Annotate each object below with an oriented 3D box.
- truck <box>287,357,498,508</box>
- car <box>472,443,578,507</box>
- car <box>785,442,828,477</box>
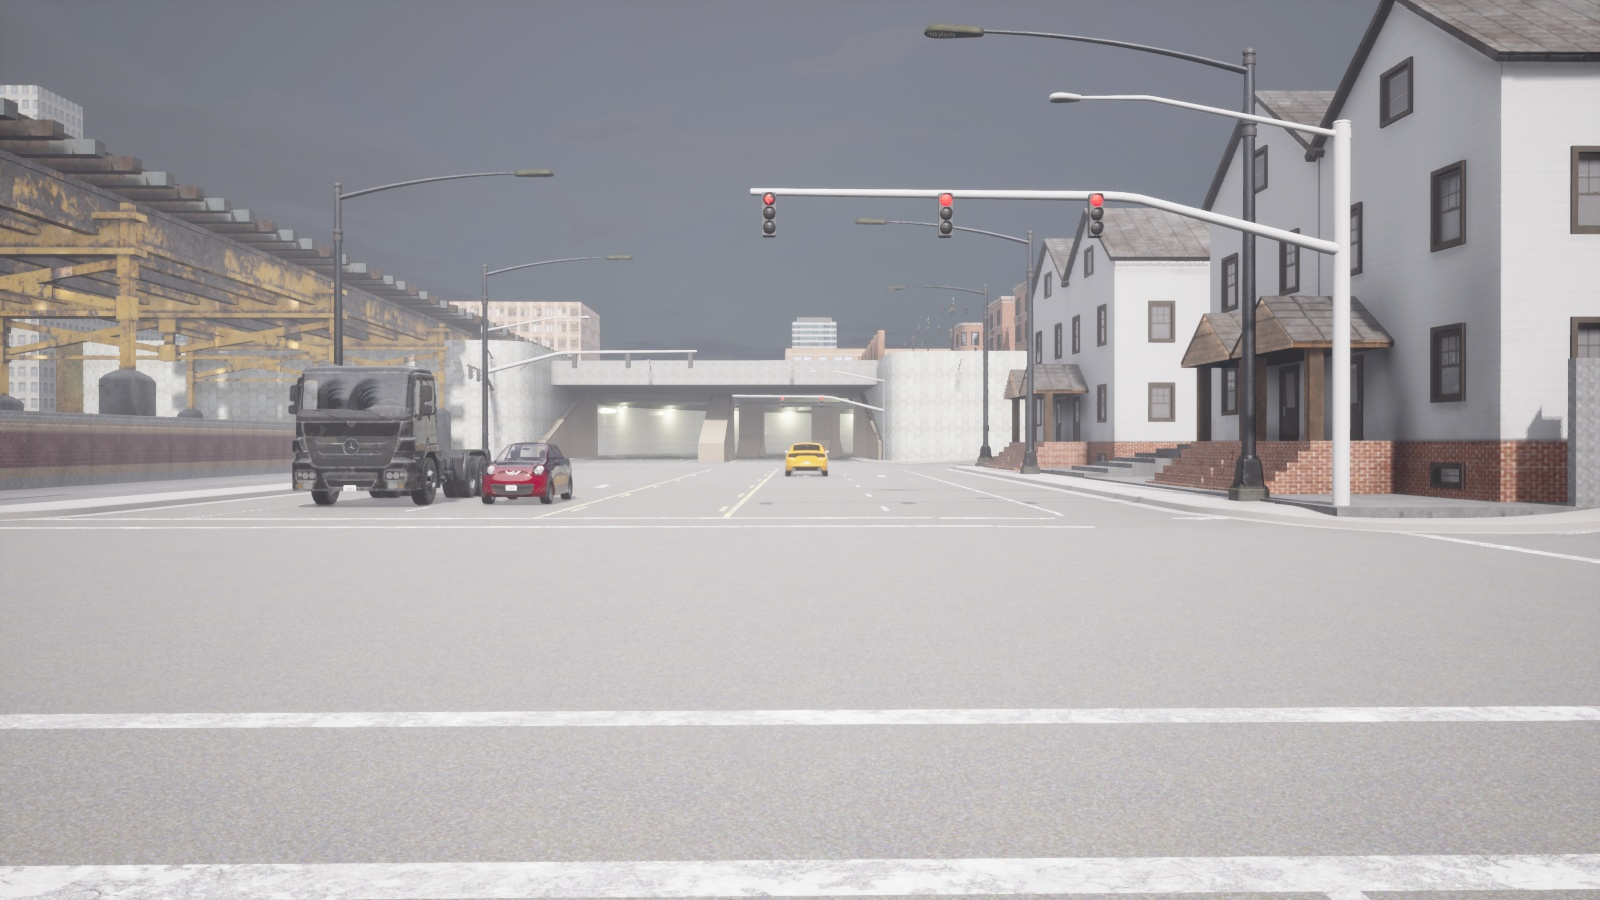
[{"bbox_3d":[-10.319,-0.429,32.822,2.891,3.462,7.936,0,0,0],"label":"truck"},{"bbox_3d":[-6.827,0.575,31.540,1.845,1.501,3.633,0,1,0],"label":"car"},{"bbox_3d":[0.307,0.397,58.097,1.882,1.535,5.008,0,0,0],"label":"car"}]
